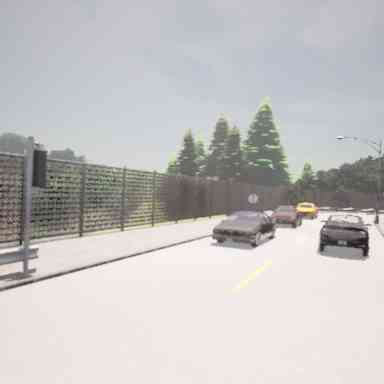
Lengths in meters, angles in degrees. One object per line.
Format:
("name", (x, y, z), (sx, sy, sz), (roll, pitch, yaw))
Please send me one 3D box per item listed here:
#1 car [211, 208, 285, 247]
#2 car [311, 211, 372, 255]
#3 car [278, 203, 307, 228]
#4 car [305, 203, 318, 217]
("car", (2.727, 1.616, 15.944), (2.033, 1.411, 5.357), (3, 0, 26))
("car", (6.779, 1.744, 14.720), (2.128, 1.511, 4.902), (3, 0, 27))
("car", (7.003, 1.756, 24.599), (1.812, 1.442, 4.674), (3, 0, 26))
("car", (11.658, 1.884, 33.978), (1.882, 1.535, 5.008), (3, 0, 27))
